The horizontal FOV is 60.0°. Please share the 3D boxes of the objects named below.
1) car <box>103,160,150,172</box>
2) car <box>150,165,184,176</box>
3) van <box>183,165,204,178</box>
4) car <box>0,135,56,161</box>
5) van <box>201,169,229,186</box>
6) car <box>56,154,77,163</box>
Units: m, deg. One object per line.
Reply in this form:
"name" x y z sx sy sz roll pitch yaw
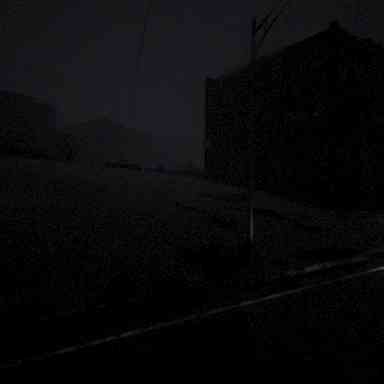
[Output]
"car" -7.125 -2.599 35.046 2.002 1.452 4.674 0 -2 41
"car" -3.567 -2.354 39.288 2.002 1.452 4.674 1 -2 40
"van" 0.019 -2.346 43.691 1.878 1.987 4.442 1 -2 39
"car" -14.450 -3.314 26.803 2.435 2.045 5.566 0 -2 44
"van" 3.400 -2.058 48.068 1.878 1.987 4.442 1 -3 38
"car" -13.465 -2.896 32.309 2.128 1.511 4.902 0 -2 42
